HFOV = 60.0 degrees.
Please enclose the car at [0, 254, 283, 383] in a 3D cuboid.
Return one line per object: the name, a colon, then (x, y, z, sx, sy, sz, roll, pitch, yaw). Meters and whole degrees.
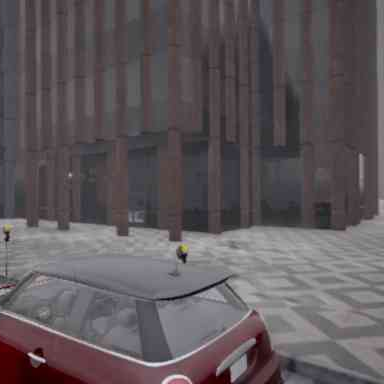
car: (-1.202, 1.461, 3.822, 4.097, 1.590, 1.967, 0, 0, 35)
